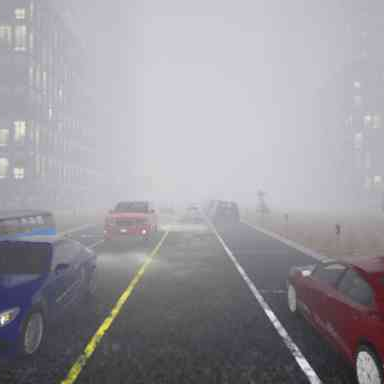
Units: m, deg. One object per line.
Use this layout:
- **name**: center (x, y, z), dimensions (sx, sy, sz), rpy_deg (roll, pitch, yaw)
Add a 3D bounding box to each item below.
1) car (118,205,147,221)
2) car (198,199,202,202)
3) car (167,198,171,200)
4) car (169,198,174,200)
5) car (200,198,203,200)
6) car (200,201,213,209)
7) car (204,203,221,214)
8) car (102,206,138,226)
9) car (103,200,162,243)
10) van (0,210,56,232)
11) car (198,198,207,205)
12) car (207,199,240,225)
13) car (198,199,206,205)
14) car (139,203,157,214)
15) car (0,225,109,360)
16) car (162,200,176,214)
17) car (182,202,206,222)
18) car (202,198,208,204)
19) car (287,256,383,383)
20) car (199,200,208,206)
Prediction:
- **car**: center (-5.735, 1.967, 32.516), dimensions (2.008, 1.369, 4.403), rpy_deg (0, -1, 0)
- **car**: center (0.029, 2.105, 45.881), dimensions (1.812, 1.442, 4.674), rpy_deg (0, -1, 0)
- **car**: center (-5.789, 2.414, 65.749), dimensions (1.802, 1.307, 4.206), rpy_deg (0, -1, 0)
- **car**: center (-5.807, 2.552, 76.827), dimensions (1.802, 1.307, 4.206), rpy_deg (0, -1, 0)
- **car**: center (2.619, 1.934, 49.150), dimensions (2.192, 1.841, 5.009), rpy_deg (0, -1, 0)
- **car**: center (2.601, 2.308, 60.225), dimensions (2.008, 1.369, 4.403), rpy_deg (0, -1, 0)
- **car**: center (2.627, 2.115, 43.608), dimensions (1.947, 1.339, 4.313), rpy_deg (0, -1, 0)
- **car**: center (-5.727, 1.913, 26.977), dimensions (1.947, 1.339, 4.313), rpy_deg (0, -1, 0)
- **car**: center (-3.113, 1.454, 17.925), dimensions (2.150, 2.045, 5.566), rpy_deg (0, -1, 0)
- **van**: center (-5.699, 1.478, 10.364), dimensions (1.690, 1.788, 3.998), rpy_deg (0, -1, 0)
- **car**: center (2.566, 2.348, 82.383), dimensions (2.192, 1.841, 5.009), rpy_deg (0, -1, 0)
- **car**: center (2.655, 1.656, 26.994), dimensions (2.192, 1.841, 5.009), rpy_deg (0, -1, 0)
- **car**: center (2.556, 2.542, 87.920), dimensions (1.967, 1.590, 4.097), rpy_deg (0, -1, 0)
- **car**: center (-5.753, 2.137, 43.594), dimensions (1.802, 1.307, 4.206), rpy_deg (0, -1, 0)
- **car**: center (-3.104, 1.608, 6.196), dimensions (1.812, 1.442, 4.674), rpy_deg (0, -1, 0)
- **car**: center (-3.071, 2.091, 42.831), dimensions (2.033, 1.411, 5.357), rpy_deg (0, -1, 0)
- **car**: center (0.070, 1.907, 29.985), dimensions (1.812, 1.442, 4.674), rpy_deg (0, -1, 1)
- **car**: center (2.637, 1.795, 38.073), dimensions (2.192, 1.841, 5.009), rpy_deg (0, -1, 0)
- **car**: center (2.713, 1.606, 4.839), dimensions (1.887, 1.381, 4.507), rpy_deg (0, -1, 0)
- **car**: center (2.574, 2.530, 76.841), dimensions (1.947, 1.339, 4.313), rpy_deg (0, -1, 0)
